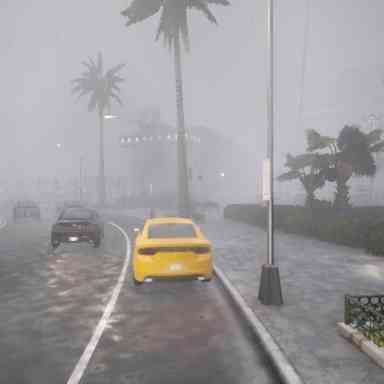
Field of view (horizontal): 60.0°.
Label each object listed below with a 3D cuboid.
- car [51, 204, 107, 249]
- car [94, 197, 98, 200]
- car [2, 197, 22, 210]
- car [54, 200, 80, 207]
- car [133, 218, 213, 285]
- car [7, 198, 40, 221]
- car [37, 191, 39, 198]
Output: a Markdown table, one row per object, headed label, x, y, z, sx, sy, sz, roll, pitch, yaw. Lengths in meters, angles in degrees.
| label | x | y | z | sx | sy | sz | roll | pitch | yaw |
| --- | --- | --- | --- | --- | --- | --- | --- | --- | --- |
| car | -4.950 | 1.501 | 14.790 | 1.837 | 1.490 | 4.892 | 0 | 0 | -12 |
| car | -26.644 | 1.554 | 85.529 | 4.718 | 1.301 | 1.895 | 0 | 0 | 24 |
| car | -21.997 | 1.486 | 41.622 | 4.892 | 1.490 | 1.837 | 0 | 0 | 40 |
| car | -10.851 | 1.498 | 29.321 | 1.837 | 1.490 | 4.892 | 0 | 0 | -31 |
| car | -0.674 | 1.477 | 9.661 | 1.882 | 1.535 | 5.008 | 0 | 0 | -7 |
| car | -13.659 | 1.482 | 27.228 | 2.128 | 1.511 | 4.902 | 0 | 0 | -31 |
| car | -33.931 | 1.226 | 68.961 | 4.553 | 1.767 | 2.185 | 0 | 0 | 24 |
